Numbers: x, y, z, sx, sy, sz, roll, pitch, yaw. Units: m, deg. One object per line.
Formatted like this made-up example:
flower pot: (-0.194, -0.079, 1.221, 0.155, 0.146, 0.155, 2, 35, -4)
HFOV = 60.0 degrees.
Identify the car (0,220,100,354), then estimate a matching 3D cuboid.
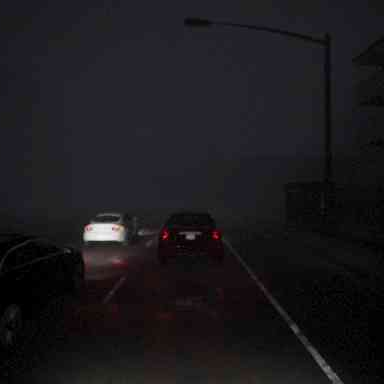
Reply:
car: (-3.488, 1.527, 6.146, 2.128, 1.511, 4.902, 0, 0, 0)

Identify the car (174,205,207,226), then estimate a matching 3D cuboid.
car: (-0.001, 1.744, 25.560, 1.895, 1.301, 4.718, 0, 0, 8)

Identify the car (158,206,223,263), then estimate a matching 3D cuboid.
car: (-0.073, 1.419, 12.412, 2.097, 1.767, 4.553, 0, 0, -1)

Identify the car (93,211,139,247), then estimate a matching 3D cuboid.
car: (-3.617, 1.611, 15.418, 1.812, 1.442, 4.674, 0, 0, -1)
